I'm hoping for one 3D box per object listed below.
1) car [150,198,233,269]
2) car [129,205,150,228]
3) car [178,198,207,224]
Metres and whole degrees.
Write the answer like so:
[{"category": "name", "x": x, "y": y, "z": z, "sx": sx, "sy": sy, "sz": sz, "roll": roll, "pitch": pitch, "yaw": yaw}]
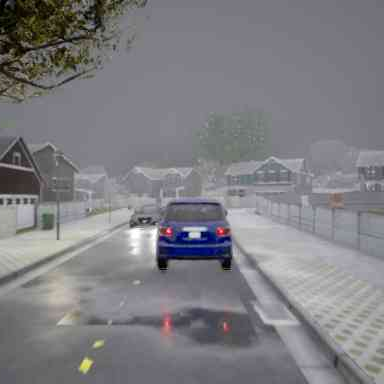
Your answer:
[{"category": "car", "x": 0.067, "y": 1.218, "z": 11.304, "sx": 2.150, "sy": 2.045, "sz": 5.566, "roll": 0, "pitch": 0, "yaw": 0}, {"category": "car", "x": -2.822, "y": 1.563, "z": 21.830, "sx": 1.994, "sy": 1.385, "sz": 4.181, "roll": 0, "pitch": 0, "yaw": 0}, {"category": "car", "x": 0.056, "y": 1.352, "z": 25.763, "sx": 2.097, "sy": 1.767, "sz": 4.553, "roll": 0, "pitch": 0, "yaw": 0}]
